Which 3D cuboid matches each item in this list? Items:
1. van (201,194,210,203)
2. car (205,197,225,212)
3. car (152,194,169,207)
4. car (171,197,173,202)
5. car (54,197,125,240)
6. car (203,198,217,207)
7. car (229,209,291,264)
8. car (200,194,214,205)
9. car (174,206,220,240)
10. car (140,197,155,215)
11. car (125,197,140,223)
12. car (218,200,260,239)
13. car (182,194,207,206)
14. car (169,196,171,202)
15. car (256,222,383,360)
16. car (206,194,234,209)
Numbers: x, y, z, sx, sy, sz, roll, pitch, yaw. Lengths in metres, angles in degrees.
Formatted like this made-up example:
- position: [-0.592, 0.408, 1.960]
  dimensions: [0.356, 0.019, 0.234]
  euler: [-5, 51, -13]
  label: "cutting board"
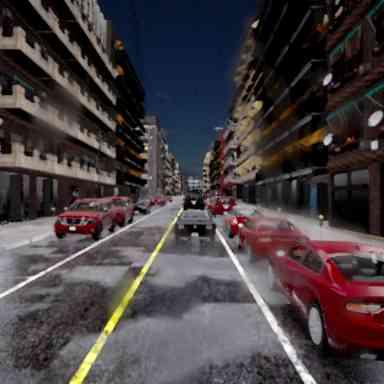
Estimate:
- position: [2.719, 1.326, 66.858]
  dimensions: [1.690, 1.788, 3.998]
  euler: [1, 0, 0]
  label: "van"
- position: [2.649, 1.400, 39.201]
  dimensions: [1.967, 1.590, 4.097]
  euler: [1, 0, 0]
  label: "car"
- position: [-5.167, 1.278, 50.338]
  dimensions: [2.192, 1.841, 5.009]
  euler: [1, 0, 0]
  label: "car"
- position: [-5.119, 1.577, 72.463]
  dimensions: [1.802, 1.307, 4.206]
  euler: [1, 0, 0]
  label: "car"
- position: [-5.249, 1.289, 17.156]
  dimensions: [2.192, 1.841, 5.009]
  euler: [1, 0, 0]
  label: "car"
- position: [2.673, 1.545, 50.264]
  dimensions: [1.802, 1.307, 4.206]
  euler: [1, 0, 0]
  label: "car"
- position: [2.612, 1.526, 11.544]
  dimensions: [1.887, 1.381, 4.507]
  euler: [1, 0, 0]
  label: "car"
- position: [2.706, 1.291, 61.327]
  dimensions: [2.192, 1.841, 5.009]
  euler: [1, 0, 0]
  label: "car"
- position: [0.142, 1.575, 16.739]
  dimensions: [1.895, 1.301, 4.718]
  euler: [0, 0, 0]
  label: "car"
- position: [-5.214, 1.526, 33.749]
  dimensions: [1.947, 1.339, 4.313]
  euler: [1, 0, 0]
  label: "car"
- position: [-5.235, 1.283, 22.686]
  dimensions: [2.192, 1.841, 5.009]
  euler: [1, 0, 0]
  label: "car"
- position: [2.636, 1.414, 17.076]
  dimensions: [1.967, 1.590, 4.097]
  euler: [1, 0, 0]
  label: "car"
- position: [0.190, 1.181, 35.069]
  dimensions: [2.150, 2.045, 5.566]
  euler: [0, 0, 0]
  label: "car"
- position: [-5.159, 1.513, 55.870]
  dimensions: [1.887, 1.381, 4.507]
  euler: [1, 0, 0]
  label: "car"
- position: [2.598, 1.534, 6.014]
  dimensions: [1.887, 1.381, 4.507]
  euler: [1, 0, 0]
  label: "car"
- position: [2.624, 1.278, 28.138]
  dimensions: [2.192, 1.841, 5.009]
  euler: [1, 0, 0]
  label: "car"
